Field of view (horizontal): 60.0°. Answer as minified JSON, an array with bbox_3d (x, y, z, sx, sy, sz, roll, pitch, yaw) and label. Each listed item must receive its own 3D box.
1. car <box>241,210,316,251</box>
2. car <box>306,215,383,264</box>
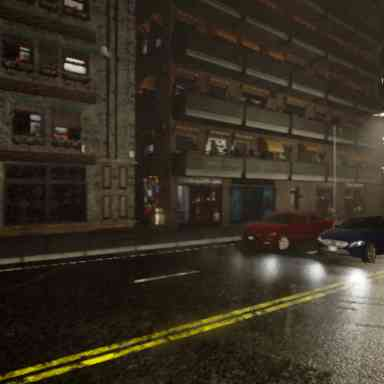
[{"bbox_3d":[4.397,1.614,14.958,5.008,1.535,1.882,1,0,-37],"label":"car"},{"bbox_3d":[6.605,1.661,12.559,4.674,1.442,1.812,1,0,-36],"label":"car"}]
